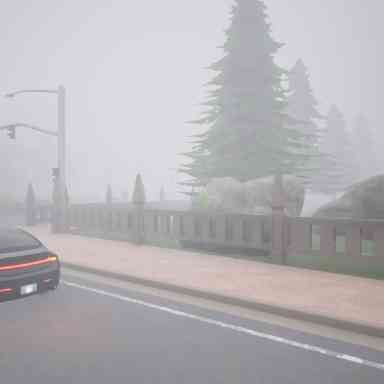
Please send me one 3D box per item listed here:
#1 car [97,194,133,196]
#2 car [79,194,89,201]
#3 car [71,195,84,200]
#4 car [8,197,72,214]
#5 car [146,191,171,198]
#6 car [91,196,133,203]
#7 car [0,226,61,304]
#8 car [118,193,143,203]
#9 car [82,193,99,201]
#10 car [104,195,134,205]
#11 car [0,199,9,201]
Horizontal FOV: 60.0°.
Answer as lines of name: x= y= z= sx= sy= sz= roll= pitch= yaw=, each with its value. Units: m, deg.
car: x=-12.138 y=1.479 z=52.384 sx=1.837 sy=1.490 sz=4.892 roll=0 pitch=1 yaw=36
car: x=-18.492 y=1.491 z=49.508 sx=2.128 sy=1.511 sz=4.902 roll=0 pitch=0 yaw=36
car: x=-17.500 y=1.526 z=44.882 sx=1.812 sy=1.442 sz=4.674 roll=0 pitch=0 yaw=36
car: x=-15.797 y=1.547 z=34.906 sx=2.033 sy=1.411 sz=5.357 roll=0 pitch=0 yaw=36
car: x=-5.973 y=0.845 z=60.983 sx=2.150 sy=2.045 sz=5.566 roll=0 pitch=3 yaw=36
car: x=-8.886 y=1.525 z=38.527 sx=1.812 sy=1.442 sz=4.674 roll=0 pitch=0 yaw=36
car: x=-4.919 y=1.505 z=7.445 sx=4.892 sy=1.490 sz=1.837 roll=0 pitch=0 yaw=36
car: x=-11.915 y=1.151 z=64.705 sx=1.837 sy=1.490 sz=4.892 roll=0 pitch=3 yaw=36
car: x=-17.985 y=1.197 z=56.227 sx=2.150 sy=2.045 sz=5.566 roll=0 pitch=1 yaw=36
car: x=-12.634 y=1.383 z=57.707 sx=2.128 sy=1.511 sz=4.902 roll=0 pitch=2 yaw=36
car: x=-22.604 y=1.564 z=37.772 sx=1.994 sy=1.385 sz=4.181 roll=0 pitch=0 yaw=36
